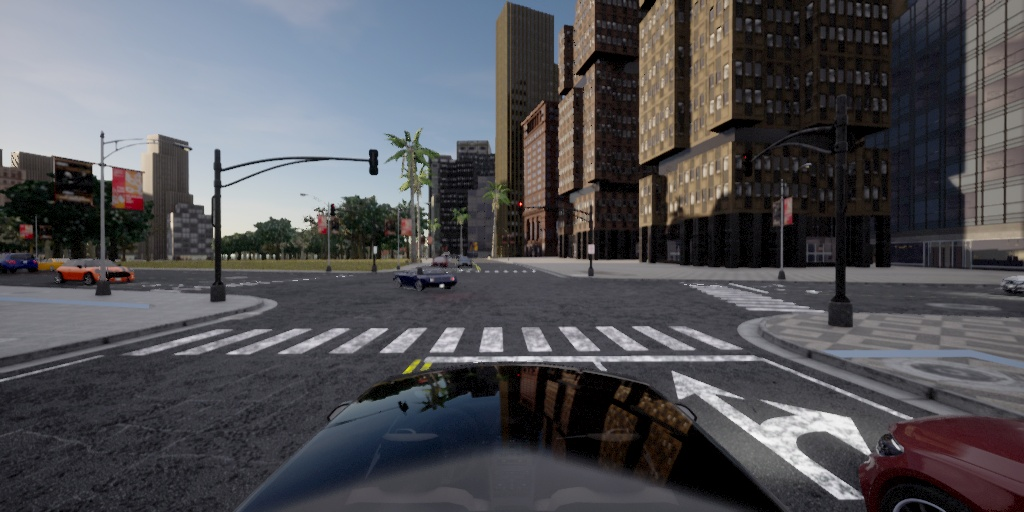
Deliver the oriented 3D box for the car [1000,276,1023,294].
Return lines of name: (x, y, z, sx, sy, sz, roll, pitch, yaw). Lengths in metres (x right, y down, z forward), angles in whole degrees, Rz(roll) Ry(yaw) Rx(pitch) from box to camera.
car: (26.658, 1.215, 16.940, 4.674, 1.442, 1.812, 0, 0, 15)

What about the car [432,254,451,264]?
car: (-9.509, 0.844, 47.614, 1.882, 1.535, 5.008, 0, 1, -7)

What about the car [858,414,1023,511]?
car: (3.266, 1.277, 0.435, 1.812, 1.442, 4.674, 0, 0, 0)

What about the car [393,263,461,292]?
car: (-5.208, 1.278, 20.945, 1.895, 1.301, 4.718, 0, 0, -40)

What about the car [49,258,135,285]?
car: (-28.233, 0.981, 24.319, 4.553, 1.767, 2.097, 0, 0, 15)

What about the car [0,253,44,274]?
car: (-52.695, 0.755, 37.565, 5.566, 2.045, 2.150, 0, 0, 15)

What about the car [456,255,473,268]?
car: (-6.307, 0.926, 48.208, 1.994, 1.385, 4.181, 0, 1, -7)
